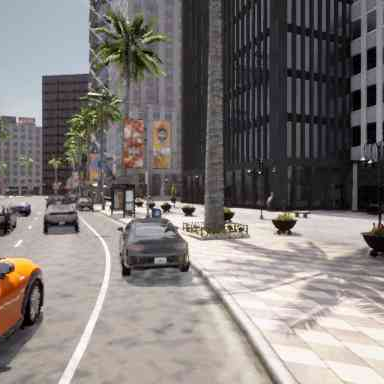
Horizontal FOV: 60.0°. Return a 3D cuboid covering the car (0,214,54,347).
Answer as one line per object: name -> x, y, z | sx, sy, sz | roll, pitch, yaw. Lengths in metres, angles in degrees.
car -> -3.491, 1.349, 4.058 | 2.097, 1.767, 4.553 | 0, 0, -7

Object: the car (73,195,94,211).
car -> -13.162, 1.471, 40.701 | 2.231, 1.521, 4.892 | 0, 0, -23

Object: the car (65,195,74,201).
car -> -32.534, 1.487, 88.208 | 2.161, 1.482, 4.786 | 0, 0, -23

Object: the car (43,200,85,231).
car -> -7.979, 1.486, 20.289 | 2.128, 1.511, 4.902 | 0, 0, -22

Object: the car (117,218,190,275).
car -> -1.312, 1.525, 10.435 | 1.812, 1.442, 4.674 | 0, 0, -13

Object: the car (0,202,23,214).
car -> -11.224, 1.482, 18.979 | 2.128, 1.511, 4.902 | 0, 0, -22

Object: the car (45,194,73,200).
car -> -13.338, 1.213, 33.169 | 2.150, 2.045, 5.566 | 0, 0, -22

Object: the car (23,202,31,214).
car -> -16.762, 1.587, 32.299 | 1.895, 1.301, 4.718 | 0, 0, -22
